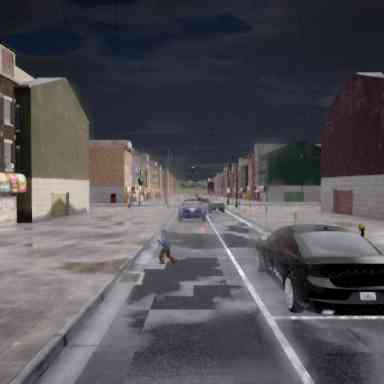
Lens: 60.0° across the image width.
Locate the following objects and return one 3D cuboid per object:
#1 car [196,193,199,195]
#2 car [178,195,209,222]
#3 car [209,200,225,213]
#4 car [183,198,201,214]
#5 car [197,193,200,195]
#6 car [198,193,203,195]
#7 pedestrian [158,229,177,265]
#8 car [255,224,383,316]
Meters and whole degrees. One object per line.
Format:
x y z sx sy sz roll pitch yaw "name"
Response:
2.592 1.565 91.052 1.887 1.381 4.507 -1 0 0 "car"
0.038 1.344 26.303 2.097 1.767 4.553 0 0 0 "car"
2.610 1.543 36.476 2.008 1.369 4.403 -1 0 0 "car"
0.006 1.470 36.178 1.882 1.535 5.008 0 0 1 "car"
2.597 1.596 79.987 1.802 1.307 4.206 -1 0 0 "car"
2.599 1.552 68.921 1.887 1.381 4.507 -1 0 0 "car"
-0.771 1.669 10.038 0.500 1.100 0.500 -1 1 -10 "pedestrian"
2.747 1.474 7.665 1.882 1.535 5.008 0 0 0 "car"
